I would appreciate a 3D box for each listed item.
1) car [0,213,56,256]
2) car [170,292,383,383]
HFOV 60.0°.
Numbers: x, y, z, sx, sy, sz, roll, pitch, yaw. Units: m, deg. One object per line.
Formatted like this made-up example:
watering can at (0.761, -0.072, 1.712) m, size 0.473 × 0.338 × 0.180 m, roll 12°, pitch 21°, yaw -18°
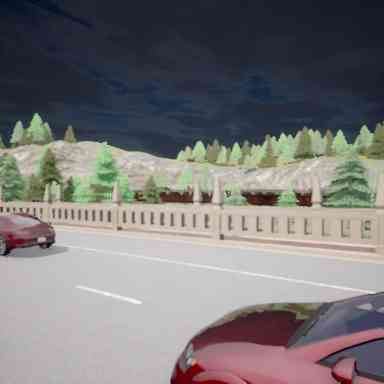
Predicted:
car at (-7.328, 1.548, 13.141) m, size 4.674 × 1.442 × 1.812 m, roll 0°, pitch 0°, yaw 32°
car at (1.844, 1.564, 2.677) m, size 4.181 × 1.385 × 1.994 m, roll 0°, pitch 0°, yaw 36°
